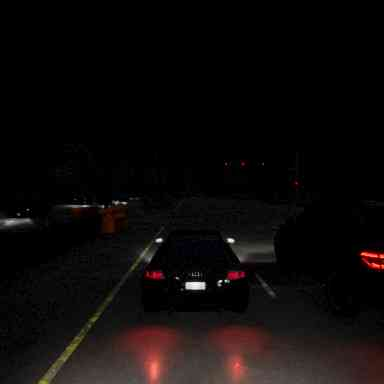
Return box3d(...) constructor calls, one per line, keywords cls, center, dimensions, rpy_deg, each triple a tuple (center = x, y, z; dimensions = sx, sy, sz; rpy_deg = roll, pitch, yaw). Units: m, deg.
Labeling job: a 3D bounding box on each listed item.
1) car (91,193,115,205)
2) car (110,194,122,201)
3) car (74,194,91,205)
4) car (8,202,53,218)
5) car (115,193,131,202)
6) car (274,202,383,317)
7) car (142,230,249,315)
box3d(cls="car", center=(-14.346, 1.335, 53.982), dimensions=(1.837, 1.490, 4.892), rpy_deg=(0, 1, 0))
box3d(cls="car", center=(-17.907, 1.249, 78.219), dimensions=(1.812, 1.442, 4.674), rpy_deg=(0, 0, 0))
box3d(cls="car", center=(-17.853, 1.181, 54.946), dimensions=(2.097, 1.767, 4.553), rpy_deg=(0, 0, 0))
box3d(cls="car", center=(-14.216, 1.543, 29.479), dimensions=(1.895, 1.301, 4.718), rpy_deg=(0, 0, 0))
box3d(cls="car", center=(-14.343, 1.295, 67.844), dimensions=(1.812, 1.442, 4.674), rpy_deg=(0, 0, 0))
box3d(cls="car", center=(3.589, 1.221, 7.598), dimensions=(2.150, 2.045, 5.566), rpy_deg=(0, 0, -2))
box3d(cls="car", center=(0.067, 1.563, 7.668), dimensions=(1.994, 1.385, 4.181), rpy_deg=(0, 0, 0))
